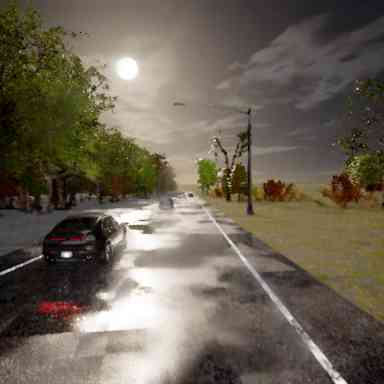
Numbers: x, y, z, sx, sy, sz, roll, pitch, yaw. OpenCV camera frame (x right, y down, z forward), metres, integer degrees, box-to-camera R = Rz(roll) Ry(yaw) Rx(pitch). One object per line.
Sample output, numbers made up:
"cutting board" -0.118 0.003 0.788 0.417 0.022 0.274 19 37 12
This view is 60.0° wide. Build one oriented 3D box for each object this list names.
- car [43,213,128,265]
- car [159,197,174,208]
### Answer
"car" -3.525 1.511 11.759 1.837 1.490 4.892 0 0 0
"car" -3.622 1.472 47.698 2.128 1.511 4.902 0 0 0
